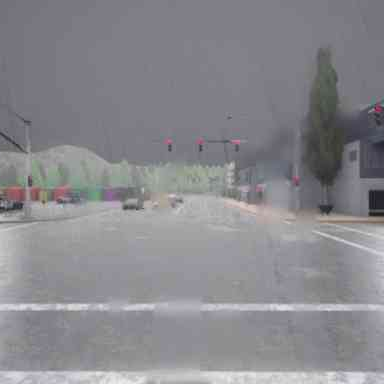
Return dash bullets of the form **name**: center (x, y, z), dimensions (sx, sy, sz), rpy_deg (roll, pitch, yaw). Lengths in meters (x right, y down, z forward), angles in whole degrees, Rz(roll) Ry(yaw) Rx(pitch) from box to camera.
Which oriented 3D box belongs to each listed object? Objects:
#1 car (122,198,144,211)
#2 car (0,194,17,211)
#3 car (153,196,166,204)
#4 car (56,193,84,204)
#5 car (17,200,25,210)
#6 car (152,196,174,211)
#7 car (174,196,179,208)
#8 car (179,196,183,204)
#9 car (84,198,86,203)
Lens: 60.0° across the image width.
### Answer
- **car**: center (-7.045, 1.460, 40.023), dimensions (1.882, 1.535, 5.008), rpy_deg (0, 0, 1)
- **car**: center (-21.381, 1.138, 34.867), dimensions (4.605, 1.855, 1.932), rpy_deg (0, 0, 0)
- **car**: center (-6.302, 1.537, 64.494), dimensions (1.994, 1.385, 4.181), rpy_deg (0, 0, 2)
- **car**: center (-21.298, 1.132, 57.385), dimensions (3.866, 1.878, 1.905), rpy_deg (0, 0, 0)
- **car**: center (-21.318, 1.140, 37.762), dimensions (3.866, 1.878, 1.905), rpy_deg (0, 0, 0)
- **car**: center (-3.551, 1.460, 39.744), dimensions (1.882, 1.535, 5.008), rpy_deg (0, 0, 1)
- **car**: center (-3.256, 1.484, 47.078), dimensions (1.837, 1.490, 4.892), rpy_deg (0, 0, 2)
- **car**: center (-2.766, 1.449, 65.511), dimensions (1.882, 1.535, 5.008), rpy_deg (0, 0, 2)
- **car**: center (-21.279, 1.370, 60.281), dimensions (3.806, 1.475, 1.970), rpy_deg (0, 0, 0)
